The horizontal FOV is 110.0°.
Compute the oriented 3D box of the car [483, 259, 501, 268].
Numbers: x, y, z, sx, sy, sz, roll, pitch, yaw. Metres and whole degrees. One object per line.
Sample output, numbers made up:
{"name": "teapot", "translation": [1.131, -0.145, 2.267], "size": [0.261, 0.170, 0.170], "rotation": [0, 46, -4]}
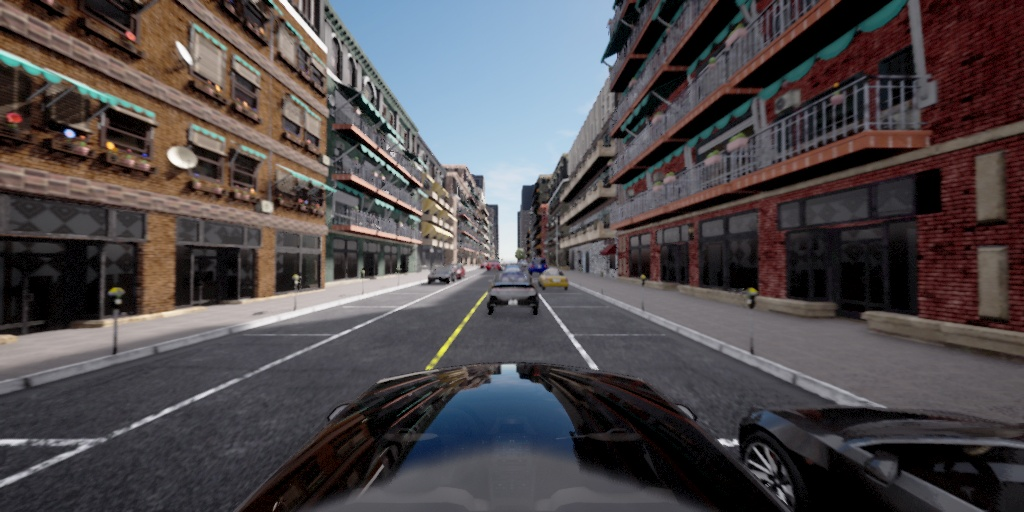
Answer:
{"name": "car", "translation": [-3.032, 1.486, 59.369], "size": [2.150, 2.045, 5.566], "rotation": [0, -1, 1]}

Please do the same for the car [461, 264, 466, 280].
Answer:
{"name": "car", "translation": [-5.677, 1.474, 35.162], "size": [1.967, 1.591, 4.097], "rotation": [0, 0, 0]}

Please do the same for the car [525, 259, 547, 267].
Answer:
{"name": "car", "translation": [3.122, 1.340, 43.575], "size": [2.150, 2.045, 5.566], "rotation": [0, -1, 0]}

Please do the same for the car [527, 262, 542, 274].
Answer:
{"name": "car", "translation": [3.164, 1.682, 50.542], "size": [1.837, 1.490, 4.892], "rotation": [0, -1, 0]}

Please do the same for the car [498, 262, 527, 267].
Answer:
{"name": "car", "translation": [0.062, 1.513, 29.887], "size": [1.812, 1.442, 4.674], "rotation": [0, 0, 0]}

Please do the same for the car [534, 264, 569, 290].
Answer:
{"name": "car", "translation": [2.699, 1.459, 24.002], "size": [1.751, 1.417, 4.829], "rotation": [0, 0, 0]}

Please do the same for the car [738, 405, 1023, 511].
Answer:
{"name": "car", "translation": [2.738, 1.311, 1.177], "size": [1.948, 1.339, 4.313], "rotation": [0, 0, 0]}

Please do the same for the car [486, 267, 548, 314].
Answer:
{"name": "car", "translation": [0.051, 1.345, 14.220], "size": [2.128, 1.511, 4.902], "rotation": [0, 0, 0]}

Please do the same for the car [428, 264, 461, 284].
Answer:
{"name": "car", "translation": [-5.679, 1.550, 29.501], "size": [1.948, 1.339, 4.313], "rotation": [0, 0, 0]}
